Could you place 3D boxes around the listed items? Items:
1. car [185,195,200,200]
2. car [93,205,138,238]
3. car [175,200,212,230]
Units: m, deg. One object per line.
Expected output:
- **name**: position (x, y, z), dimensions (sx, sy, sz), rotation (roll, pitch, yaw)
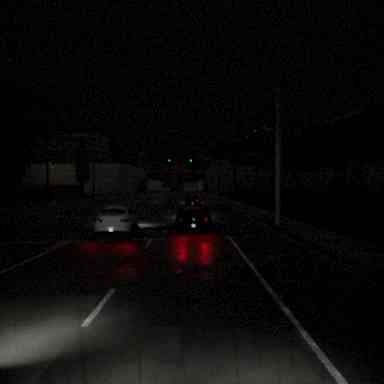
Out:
- **car**: position (0.045, 0.998, 41.484), dimensions (1.895, 1.301, 4.718), rotation (0, 1, 0)
- **car**: position (-3.738, 1.358, 16.682), dimensions (1.812, 1.442, 4.674), rotation (0, 1, -6)
- **car**: position (0.075, 1.396, 19.242), dimensions (1.895, 1.301, 4.718), rotation (0, 1, 0)
